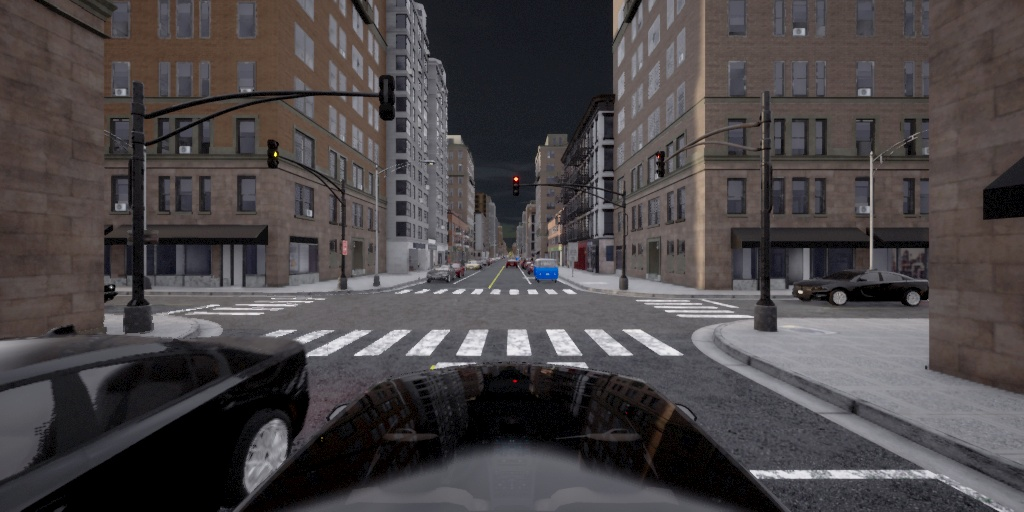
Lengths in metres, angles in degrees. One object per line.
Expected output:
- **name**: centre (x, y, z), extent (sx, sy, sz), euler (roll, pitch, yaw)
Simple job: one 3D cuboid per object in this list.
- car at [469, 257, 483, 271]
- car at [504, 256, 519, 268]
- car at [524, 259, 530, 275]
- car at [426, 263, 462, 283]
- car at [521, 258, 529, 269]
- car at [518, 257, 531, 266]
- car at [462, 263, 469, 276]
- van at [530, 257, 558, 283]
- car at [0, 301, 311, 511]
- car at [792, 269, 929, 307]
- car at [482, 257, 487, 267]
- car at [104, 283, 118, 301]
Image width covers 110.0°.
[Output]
- **car**: centre (-5.492, 1.269, 50.452), extent (1.751, 1.417, 4.829), euler (0, 0, 0)
- **car**: centre (-0.023, 1.215, 60.080), extent (1.882, 1.535, 5.008), euler (0, 0, 0)
- **car**: centre (2.557, 1.330, 39.282), extent (1.802, 1.307, 4.207), euler (0, 0, 0)
- **car**: centre (-5.444, 1.299, 27.894), extent (2.007, 1.370, 4.403), euler (0, 0, 0)
- **car**: centre (2.533, 1.326, 50.645), extent (1.802, 1.307, 4.207), euler (0, 0, 0)
- **car**: centre (2.521, 1.054, 56.327), extent (2.192, 1.841, 5.009), euler (0, 0, 0)
- **car**: centre (-5.456, 1.293, 33.575), extent (1.888, 1.381, 4.507), euler (0, 0, 0)
- **van**: centre (2.581, 1.089, 27.919), extent (1.690, 1.789, 3.998), euler (0, 0, 0)
- **car**: centre (-2.942, 1.227, 1.522), extent (1.882, 1.535, 5.008), euler (0, 0, 0)
- **car**: centre (15.193, 1.328, 15.785), extent (5.008, 1.535, 1.882), euler (0, 0, 0)
- **car**: centre (-5.504, 1.305, 56.304), extent (1.948, 1.339, 4.313), euler (0, 0, 0)
- **car**: centre (-17.227, 1.254, 12.719), extent (4.718, 1.301, 1.895), euler (0, 0, -2)
